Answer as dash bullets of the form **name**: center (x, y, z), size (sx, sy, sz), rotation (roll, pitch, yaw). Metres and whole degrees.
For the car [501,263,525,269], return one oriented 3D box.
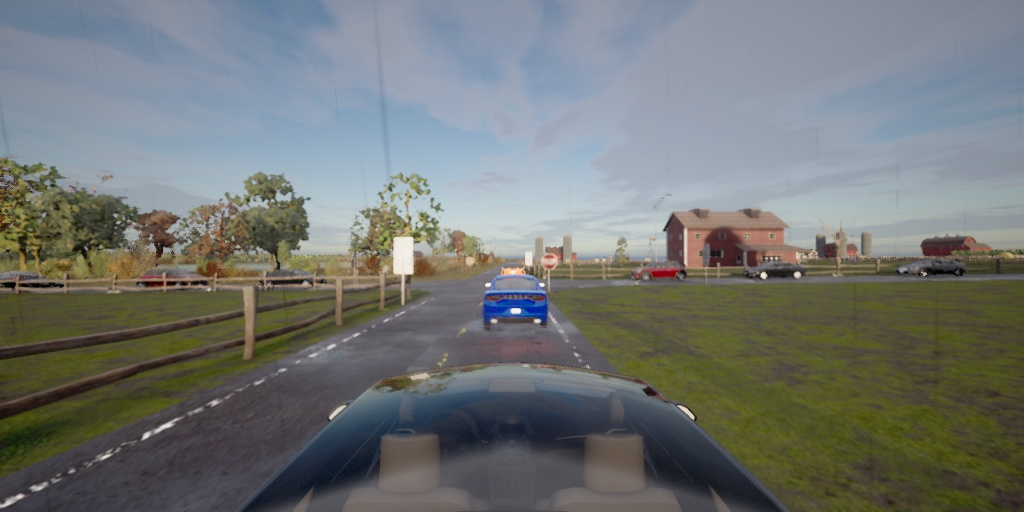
- **car**: center (0.096, 1.436, 32.534), size (2.097, 1.767, 4.553), rotation (-1, 0, 0)

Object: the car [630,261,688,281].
- **car**: center (12.732, 1.249, 31.347), size (4.553, 1.767, 2.097), rotation (-1, 0, -1)

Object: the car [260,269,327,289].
- **car**: center (-17.429, 1.817, 28.706), size (4.892, 1.490, 1.837), rotation (-1, 0, 1)

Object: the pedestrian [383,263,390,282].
- **pedestrian**: center (-12.144, 1.565, 34.621), size (0.375, 1.860, 0.375), rotation (0, 1, 0)

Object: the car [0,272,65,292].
- **car**: center (-39.687, 2.224, 29.672), size (4.718, 1.301, 1.895), rotation (-1, 0, 9)

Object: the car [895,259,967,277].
- **car**: center (36.382, 1.037, 31.191), size (4.902, 1.511, 2.128), rotation (-1, 0, 0)

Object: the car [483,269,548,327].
- **car**: center (0.103, 1.353, 12.077), size (1.882, 1.535, 5.008), rotation (0, -1, 0)

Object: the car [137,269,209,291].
- **car**: center (-27.199, 1.801, 28.874), size (4.553, 1.767, 2.097), rotation (-1, 0, 2)

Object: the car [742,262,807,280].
- **car**: center (22.828, 1.254, 31.312), size (4.892, 1.490, 1.837), rotation (-1, 0, 1)
